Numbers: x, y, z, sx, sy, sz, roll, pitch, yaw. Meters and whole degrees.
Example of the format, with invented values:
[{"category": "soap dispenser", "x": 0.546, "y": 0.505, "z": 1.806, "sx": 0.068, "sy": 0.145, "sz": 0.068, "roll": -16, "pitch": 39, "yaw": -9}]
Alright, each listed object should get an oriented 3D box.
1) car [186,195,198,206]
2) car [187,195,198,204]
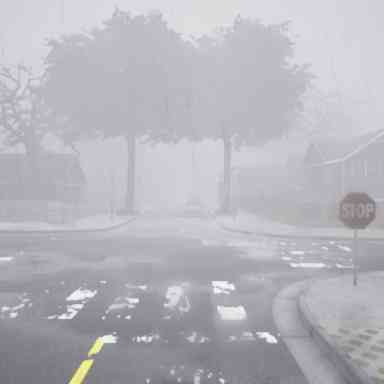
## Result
[{"category": "car", "x": 0.033, "y": 1.635, "z": 56.803, "sx": 1.994, "sy": 1.385, "sz": 4.181, "roll": 0, "pitch": 0, "yaw": 0}, {"category": "car", "x": 0.039, "y": 1.452, "z": 66.823, "sx": 2.097, "sy": 1.767, "sz": 4.553, "roll": 0, "pitch": 0, "yaw": 0}]
